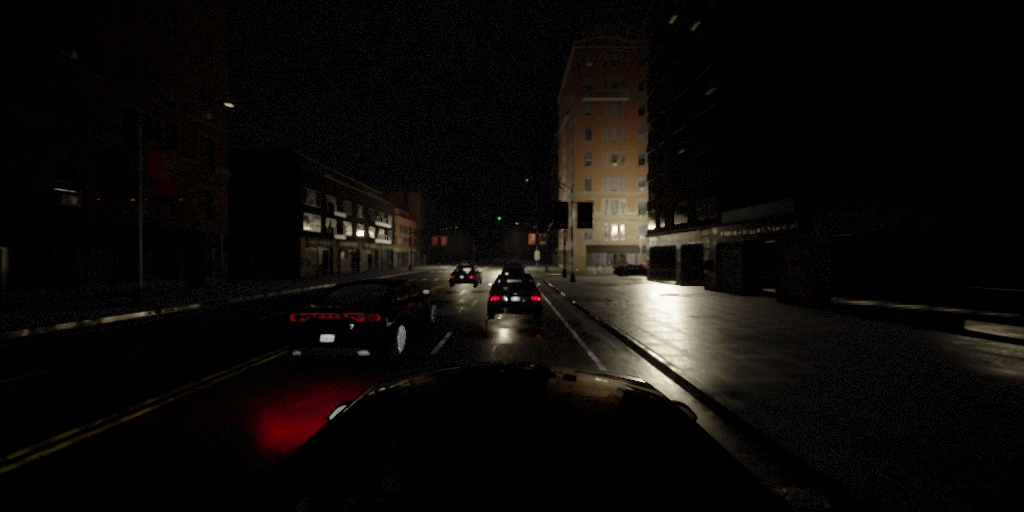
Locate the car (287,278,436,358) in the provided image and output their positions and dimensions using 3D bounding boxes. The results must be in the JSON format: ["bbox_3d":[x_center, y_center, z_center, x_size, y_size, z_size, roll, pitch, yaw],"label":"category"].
[{"bbox_3d":[-3.152,1.249,8.581,1.882,1.535,5.008,0,0,0],"label":"car"}]

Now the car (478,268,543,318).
[{"bbox_3d":[0.099,1.333,13.197,2.033,1.411,5.357,0,0,0],"label":"car"}]

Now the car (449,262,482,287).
[{"bbox_3d":[-3.159,1.372,25.052,2.033,1.411,5.357,0,0,0],"label":"car"}]

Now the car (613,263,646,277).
[{"bbox_3d":[12.386,1.448,36.151,4.313,1.339,1.948,0,0,0],"label":"car"}]

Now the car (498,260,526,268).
[{"bbox_3d":[0.093,1.317,29.630,1.882,1.535,5.008,0,0,0],"label":"car"}]
